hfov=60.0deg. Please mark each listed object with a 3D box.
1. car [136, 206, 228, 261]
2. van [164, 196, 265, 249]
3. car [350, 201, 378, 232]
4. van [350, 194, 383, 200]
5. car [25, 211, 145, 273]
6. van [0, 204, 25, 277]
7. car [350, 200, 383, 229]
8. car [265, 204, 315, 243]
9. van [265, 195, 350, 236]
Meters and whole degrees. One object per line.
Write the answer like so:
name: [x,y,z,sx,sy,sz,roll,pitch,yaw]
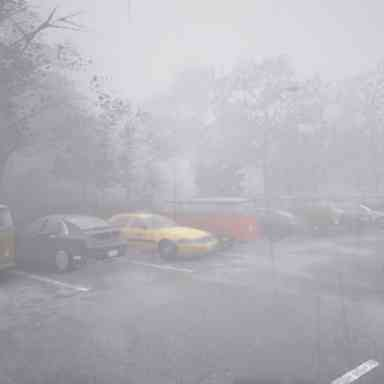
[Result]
car: [-1.628,1.446,12.194,5.366,1.575,1.946,-1,-1,35]
van: [0.514,1.212,14.073,4.442,1.987,1.878,-1,0,34]
car: [7.806,1.437,19.139,4.674,1.452,2.002,-1,-1,35]
van: [12.498,1.153,22.619,4.442,1.987,1.878,-1,0,35]
car: [-4.175,1.470,10.582,4.892,1.521,2.231,-1,0,35]
van: [-6.678,1.264,8.940,4.442,1.987,1.878,-1,0,35]
car: [10.203,1.426,20.852,4.674,1.452,2.002,-1,-1,34]
car: [3.011,1.461,15.712,4.674,1.452,2.002,-1,0,35]
van: [5.505,1.181,17.367,4.442,1.987,1.878,-1,-1,34]
